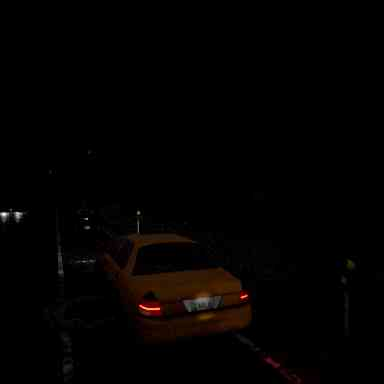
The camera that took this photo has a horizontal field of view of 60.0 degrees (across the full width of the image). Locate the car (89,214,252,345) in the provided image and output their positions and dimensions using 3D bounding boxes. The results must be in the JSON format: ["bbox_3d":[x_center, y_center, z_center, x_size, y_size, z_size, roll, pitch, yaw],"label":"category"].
[{"bbox_3d":[-0.837,1.457,6.770,1.801,1.575,5.366,0,0,-22],"label":"car"}]

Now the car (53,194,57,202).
[{"bbox_3d":[-31.499,1.471,79.615,1.967,1.590,4.097,0,0,-24],"label":"car"}]

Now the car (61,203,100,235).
[{"bbox_3d":[-6.080,1.552,18.722,2.008,1.369,4.403,0,0,-22],"label":"car"}]

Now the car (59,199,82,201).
[{"bbox_3d":[-10.292,1.568,28.935,1.947,1.339,4.313,0,0,-22],"label":"car"}]

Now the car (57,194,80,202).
[{"bbox_3d":[-12.397,1.317,34.042,2.192,1.841,5.009,0,0,-22],"label":"car"}]

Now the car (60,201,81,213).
[{"bbox_3d":[-8.186,1.552,23.828,2.008,1.369,4.403,0,0,-22],"label":"car"}]

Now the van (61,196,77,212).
[{"bbox_3d":[-14.503,1.343,39.148,1.690,1.788,3.998,0,0,-22],"label":"van"}]

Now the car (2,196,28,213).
[{"bbox_3d":[-20.520,1.550,38.320,2.033,1.411,5.357,0,0,-22],"label":"car"}]
